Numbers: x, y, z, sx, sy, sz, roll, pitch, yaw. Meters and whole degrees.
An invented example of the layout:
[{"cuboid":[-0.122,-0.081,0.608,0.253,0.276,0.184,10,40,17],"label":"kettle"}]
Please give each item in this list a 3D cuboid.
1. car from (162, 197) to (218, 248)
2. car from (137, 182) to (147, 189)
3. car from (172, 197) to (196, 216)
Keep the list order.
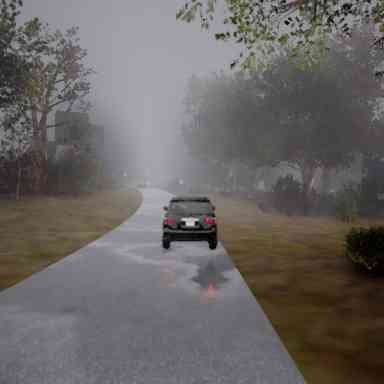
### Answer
[{"cuboid":[-0.121,1.214,14.700,2.150,2.045,5.566,0,1,-1],"label":"car"},{"cuboid":[-11.391,-1.565,75.604,1.837,1.490,4.892,1,3,-15],"label":"car"},{"cuboid":[-0.839,1.237,29.744,1.895,1.301,4.718,1,2,-4],"label":"car"}]
